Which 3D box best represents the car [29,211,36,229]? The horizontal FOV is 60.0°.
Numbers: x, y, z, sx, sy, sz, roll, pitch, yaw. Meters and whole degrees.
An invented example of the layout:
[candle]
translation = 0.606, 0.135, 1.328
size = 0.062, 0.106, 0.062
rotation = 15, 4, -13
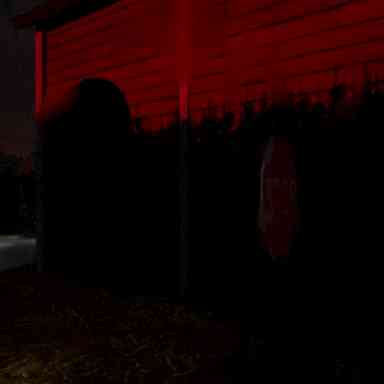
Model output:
[car]
translation = -6.183, 1.215, 18.805
size = 2.150, 2.045, 5.566
rotation = 0, 0, 34
